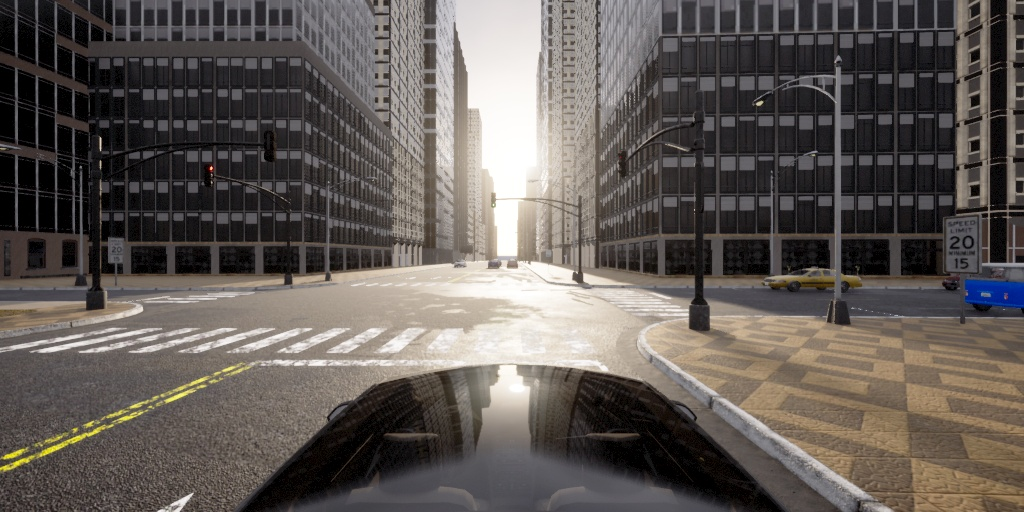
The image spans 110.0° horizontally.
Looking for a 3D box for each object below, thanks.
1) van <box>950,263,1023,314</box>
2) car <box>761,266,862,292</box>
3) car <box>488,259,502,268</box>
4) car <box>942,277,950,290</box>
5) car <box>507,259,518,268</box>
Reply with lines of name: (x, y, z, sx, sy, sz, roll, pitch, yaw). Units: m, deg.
van: (18.373, 1.119, 12.438, 3.998, 1.789, 1.690, 0, 0, 2)
car: (17.113, 1.293, 20.612, 4.829, 1.417, 1.751, 0, 0, 2)
car: (-3.167, 1.335, 62.806, 1.882, 1.535, 5.008, 0, 0, 0)
car: (26.947, 1.356, 20.114, 4.207, 1.307, 1.802, 0, 0, 2)
car: (0.084, 1.425, 63.635, 1.994, 1.385, 4.181, 0, 0, 0)
